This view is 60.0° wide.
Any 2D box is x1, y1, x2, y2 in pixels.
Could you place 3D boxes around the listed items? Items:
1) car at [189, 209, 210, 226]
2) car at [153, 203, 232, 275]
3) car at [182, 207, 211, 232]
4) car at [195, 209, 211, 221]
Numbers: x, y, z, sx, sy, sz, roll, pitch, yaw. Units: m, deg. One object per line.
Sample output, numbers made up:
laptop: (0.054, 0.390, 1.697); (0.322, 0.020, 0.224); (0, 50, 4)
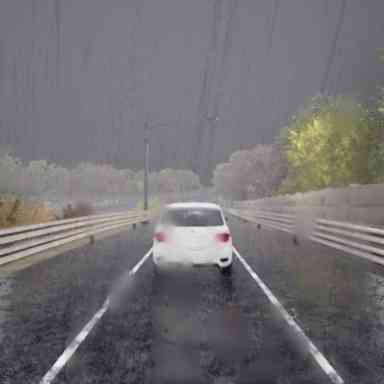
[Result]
car: (0.820, 2.463, 33.091); (1.882, 1.535, 5.008); (0, -3, 3)
car: (0.037, 1.365, 10.980); (2.150, 2.045, 5.566); (0, -1, 1)
car: (0.404, 2.032, 26.030); (2.097, 1.767, 4.553); (0, -2, 2)
car: (1.572, 3.051, 45.052); (2.033, 1.411, 5.357); (0, -2, 4)
